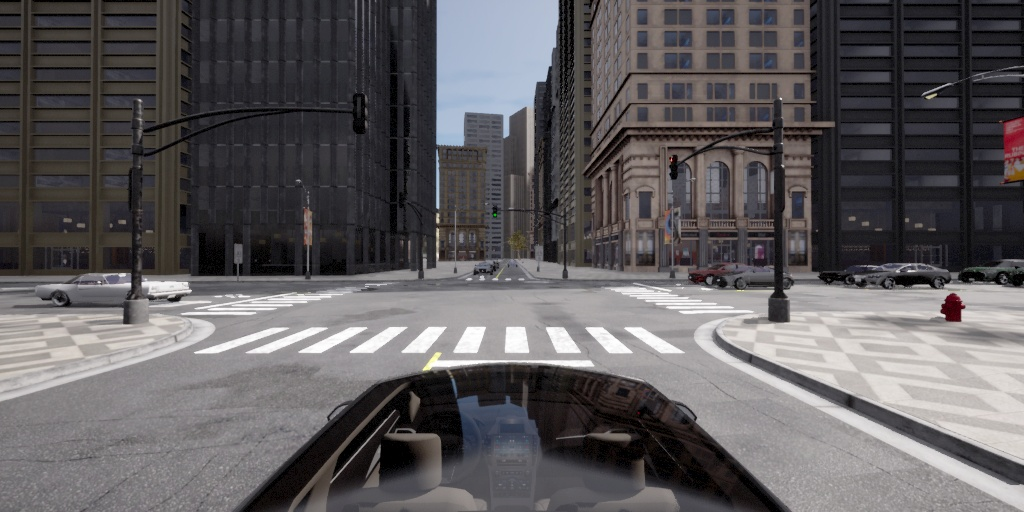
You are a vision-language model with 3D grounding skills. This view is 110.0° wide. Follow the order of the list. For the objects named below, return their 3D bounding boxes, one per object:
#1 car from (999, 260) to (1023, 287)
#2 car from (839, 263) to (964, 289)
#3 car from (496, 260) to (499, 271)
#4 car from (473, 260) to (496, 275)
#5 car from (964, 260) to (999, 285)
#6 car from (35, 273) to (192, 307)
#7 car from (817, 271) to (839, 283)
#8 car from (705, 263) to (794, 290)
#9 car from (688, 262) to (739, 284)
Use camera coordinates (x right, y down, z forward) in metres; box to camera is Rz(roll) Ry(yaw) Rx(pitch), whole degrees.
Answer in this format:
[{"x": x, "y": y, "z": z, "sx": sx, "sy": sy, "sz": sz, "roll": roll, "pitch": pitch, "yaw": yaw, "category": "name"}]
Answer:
[{"x": 33.346, "y": 1.023, "z": 21.684, "sx": 4.553, "sy": 1.767, "sz": 2.097, "roll": 0, "pitch": 0, "yaw": 0, "category": "car"}, {"x": 23.387, "y": 1.186, "z": 21.682, "sx": 4.902, "sy": 1.511, "sz": 2.128, "roll": 0, "pitch": 0, "yaw": 0, "category": "car"}, {"x": -3.066, "y": 1.301, "z": 48.164, "sx": 1.882, "sy": 1.535, "sz": 5.008, "roll": 0, "pitch": 0, "yaw": 0, "category": "car"}, {"x": -3.060, "y": 1.366, "z": 39.113, "sx": 1.994, "sy": 1.385, "sz": 4.181, "roll": 0, "pitch": 0, "yaw": -1, "category": "car"}, {"x": 34.213, "y": 1.046, "z": 24.934, "sx": 4.553, "sy": 1.767, "sz": 2.097, "roll": 0, "pitch": 0, "yaw": 0, "category": "car"}, {"x": -16.378, "y": 1.368, "z": 14.941, "sx": 4.718, "sy": 1.301, "sz": 1.895, "roll": 0, "pitch": 0, "yaw": 0, "category": "car"}, {"x": 24.246, "y": 1.318, "z": 24.937, "sx": 4.718, "sy": 1.301, "sz": 1.895, "roll": 0, "pitch": 0, "yaw": 0, "category": "car"}, {"x": 14.475, "y": 1.281, "z": 21.672, "sx": 4.181, "sy": 1.385, "sz": 1.994, "roll": 0, "pitch": 0, "yaw": 0, "category": "car"}, {"x": 14.902, "y": 1.218, "z": 24.927, "sx": 5.008, "sy": 1.535, "sz": 1.882, "roll": 0, "pitch": 0, "yaw": 0, "category": "car"}]
